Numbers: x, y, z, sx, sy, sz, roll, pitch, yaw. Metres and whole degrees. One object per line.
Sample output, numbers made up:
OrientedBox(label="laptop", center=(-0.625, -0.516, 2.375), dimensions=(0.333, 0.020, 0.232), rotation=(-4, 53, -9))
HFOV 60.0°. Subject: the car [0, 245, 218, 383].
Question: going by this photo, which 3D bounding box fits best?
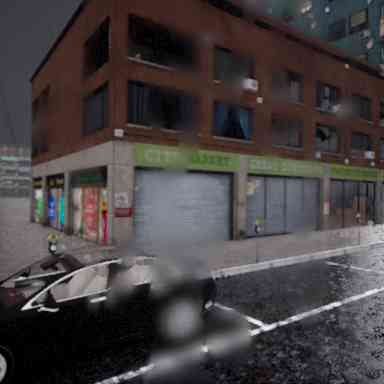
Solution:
OrientedBox(label="car", center=(-1.620, 1.556, 4.953), dimensions=(4.403, 1.369, 2.008), rotation=(0, 0, -35))
